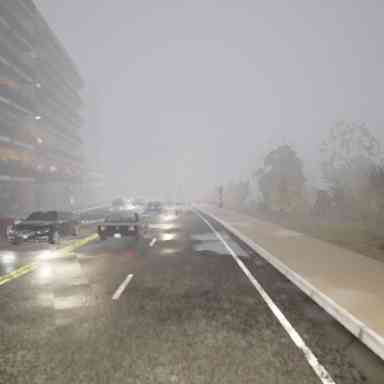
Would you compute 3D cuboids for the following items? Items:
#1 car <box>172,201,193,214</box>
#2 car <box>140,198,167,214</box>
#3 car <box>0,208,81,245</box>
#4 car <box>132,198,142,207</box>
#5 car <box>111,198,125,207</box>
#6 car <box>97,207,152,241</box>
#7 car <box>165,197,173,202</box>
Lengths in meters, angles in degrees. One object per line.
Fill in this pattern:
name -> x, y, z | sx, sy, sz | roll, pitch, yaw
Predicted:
car -> -0.916, 1.711, 36.613 | 1.895, 1.301, 4.718 | 0, 0, -3
car -> -4.160, 1.666, 36.530 | 2.033, 1.411, 5.357 | 0, 0, -3
car -> -6.802, 1.572, 15.871 | 1.837, 1.490, 4.892 | 0, 0, -1
car -> -9.204, 1.733, 57.155 | 2.033, 1.411, 5.357 | 0, 0, -5
car -> -12.366, 1.668, 55.892 | 1.882, 1.535, 5.008 | 0, 0, -5
car -> -3.371, 1.663, 17.050 | 1.895, 1.301, 4.718 | 0, 0, -1
car -> -5.887, 1.815, 82.713 | 1.895, 1.301, 4.718 | 0, 0, -9
